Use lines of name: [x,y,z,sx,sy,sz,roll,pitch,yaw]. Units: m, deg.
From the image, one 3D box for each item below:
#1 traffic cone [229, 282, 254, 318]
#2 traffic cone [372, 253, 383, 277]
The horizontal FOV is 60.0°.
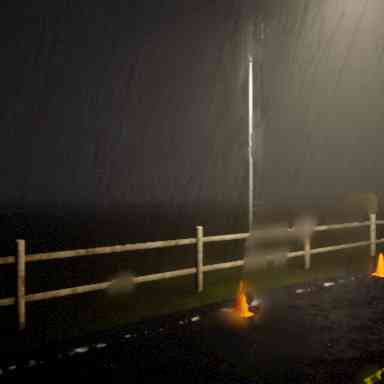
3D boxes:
traffic cone: [0.909,1.946,6.105,0.340,0.580,0.340,0,0,-35]
traffic cone: [5.080,1.942,8.932,0.340,0.580,0.340,0,0,-34]
